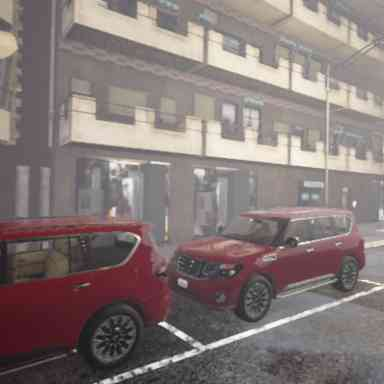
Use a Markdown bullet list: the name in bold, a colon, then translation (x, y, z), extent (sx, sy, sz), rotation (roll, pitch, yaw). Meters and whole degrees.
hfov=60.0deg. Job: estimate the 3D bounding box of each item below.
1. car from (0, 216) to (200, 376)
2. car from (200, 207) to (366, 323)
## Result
- **car**: translation (-2.612, 1.315, 4.207), extent (5.009, 1.841, 2.192), rotation (0, 1, -35)
- **car**: translation (1.891, 1.311, 7.417), extent (5.009, 1.841, 2.192), rotation (0, 1, -35)
